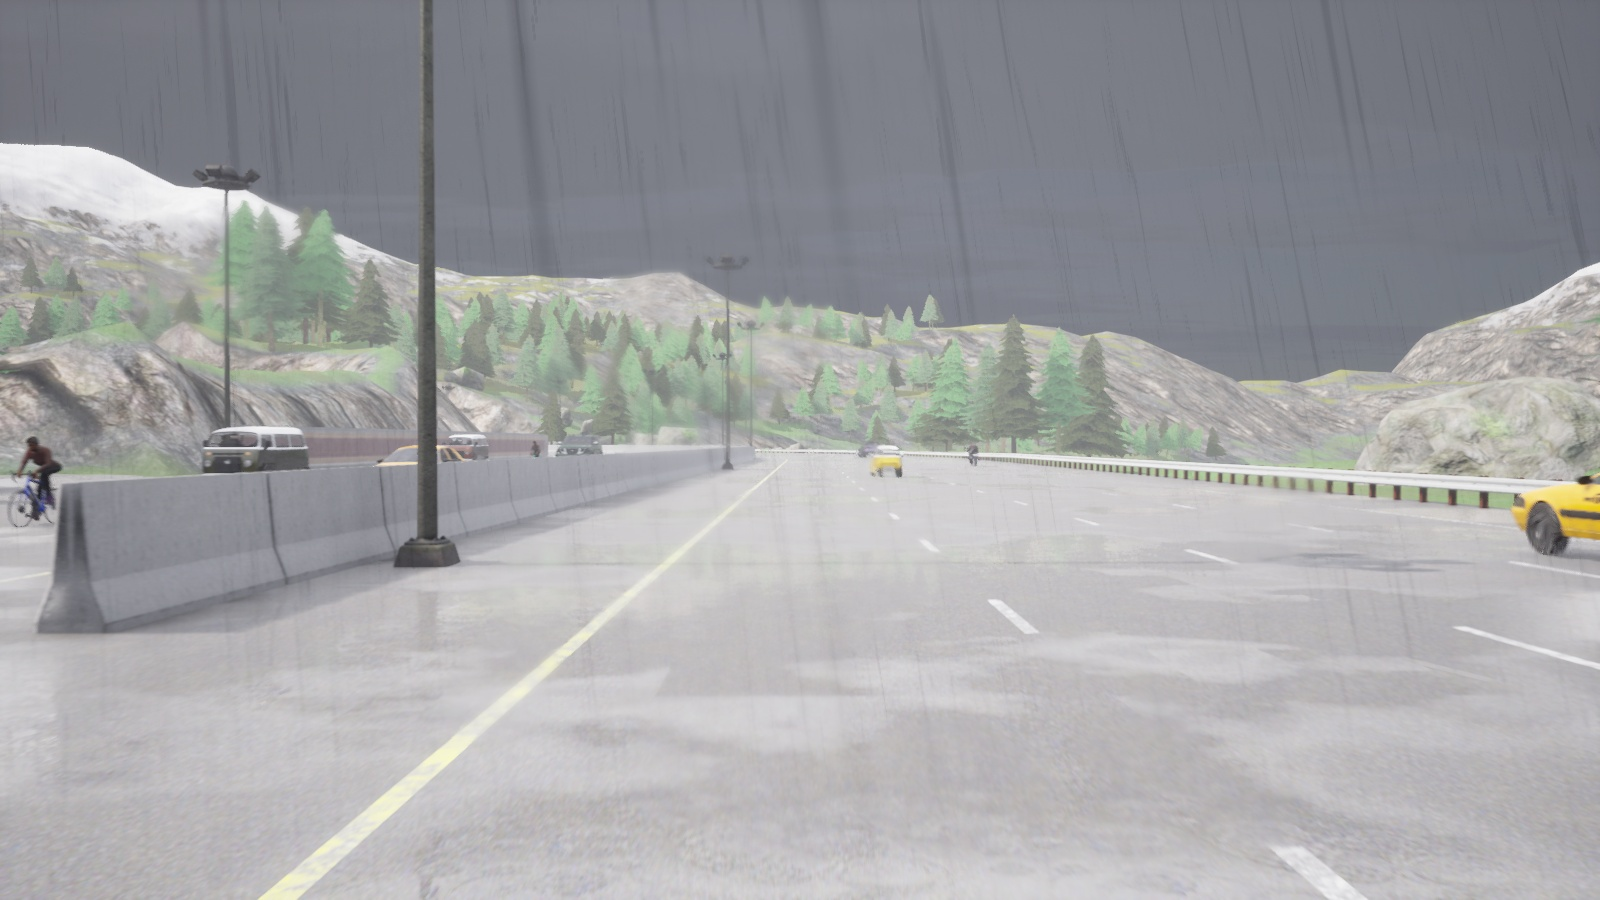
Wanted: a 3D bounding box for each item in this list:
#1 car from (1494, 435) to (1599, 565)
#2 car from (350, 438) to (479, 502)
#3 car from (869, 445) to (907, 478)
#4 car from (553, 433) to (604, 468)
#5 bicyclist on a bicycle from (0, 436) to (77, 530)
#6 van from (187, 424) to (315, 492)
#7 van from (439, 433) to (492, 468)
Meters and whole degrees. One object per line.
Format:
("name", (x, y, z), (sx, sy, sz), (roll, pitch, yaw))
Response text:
("car", (10.601, 0.610, 14.884), (1.801, 1.575, 5.366), (0, 0, 0))
("car", (-10.289, 0.486, 33.951), (1.801, 1.575, 5.366), (0, 0, 0))
("car", (3.831, 0.495, 54.891), (1.481, 1.376, 2.207), (0, 1, 0))
("car", (-13.538, 0.020, 77.133), (2.150, 2.045, 5.566), (0, 0, 0))
("bicyclist on a bicycle", (-13.770, 0.561, 22.533), (0.582, 1.620, 1.656), (0, 1, 2))
("van", (-17.256, 0.234, 39.724), (2.069, 2.038, 4.480), (0, 0, 0))
("van", (-20.539, 0.017, 77.361), (2.069, 2.038, 4.480), (0, 0, 0))
